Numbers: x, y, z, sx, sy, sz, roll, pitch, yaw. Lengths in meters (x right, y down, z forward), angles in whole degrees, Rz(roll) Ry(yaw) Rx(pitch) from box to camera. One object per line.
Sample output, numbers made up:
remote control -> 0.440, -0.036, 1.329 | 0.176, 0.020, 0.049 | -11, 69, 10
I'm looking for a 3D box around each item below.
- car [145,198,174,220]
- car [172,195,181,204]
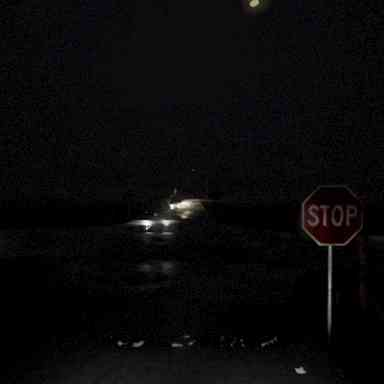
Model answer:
car -> -2.816, 1.520, 28.225 | 1.837, 1.490, 4.892 | 0, 1, 0
car -> -2.896, 1.348, 60.855 | 2.128, 1.511, 4.902 | 0, 0, 0
